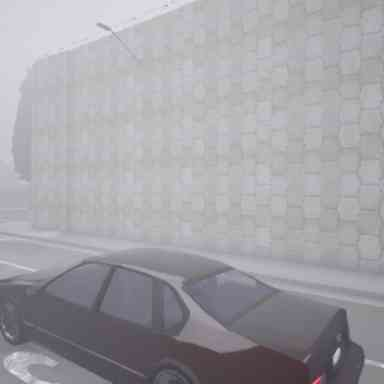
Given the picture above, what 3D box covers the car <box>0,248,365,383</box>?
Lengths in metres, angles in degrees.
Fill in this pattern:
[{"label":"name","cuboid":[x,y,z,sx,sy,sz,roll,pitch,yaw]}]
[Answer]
[{"label":"car","cuboid":[-0.724,1.515,4.502,5.357,1.411,2.033,1,0,35]}]
